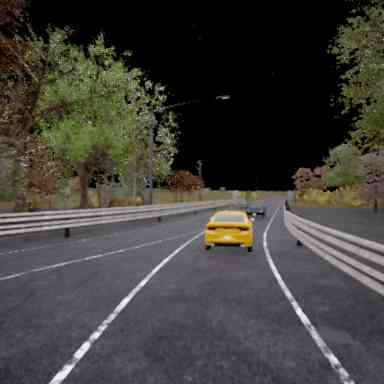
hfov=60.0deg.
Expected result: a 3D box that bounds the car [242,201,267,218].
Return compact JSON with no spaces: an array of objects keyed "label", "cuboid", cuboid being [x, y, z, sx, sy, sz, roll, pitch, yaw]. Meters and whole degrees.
[{"label":"car","cuboid":[6.544,1.857,33.775,1.895,1.301,4.718,0,0,16]}]

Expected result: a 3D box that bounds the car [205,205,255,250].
[{"label":"car","cuboid":[1.782,1.596,15.000,1.882,1.535,5.008,0,0,10]}]

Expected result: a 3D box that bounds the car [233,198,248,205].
[{"label":"car","cuboid":[7.595,1.694,51.151,2.097,1.767,4.553,0,0,16]}]
